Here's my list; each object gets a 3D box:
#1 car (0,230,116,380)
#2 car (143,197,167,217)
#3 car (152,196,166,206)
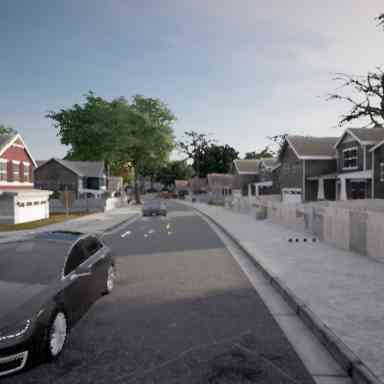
[{"bbox_3d":[-2.680,1.527,5.912,1.837,1.490,4.892,0,0,0],"label":"car"},{"bbox_3d":[-3.392,1.351,30.972,2.097,1.767,4.553,0,0,-3],"label":"car"},{"bbox_3d":[-5.632,1.538,56.399,2.128,1.511,4.902,0,0,-6],"label":"car"}]
